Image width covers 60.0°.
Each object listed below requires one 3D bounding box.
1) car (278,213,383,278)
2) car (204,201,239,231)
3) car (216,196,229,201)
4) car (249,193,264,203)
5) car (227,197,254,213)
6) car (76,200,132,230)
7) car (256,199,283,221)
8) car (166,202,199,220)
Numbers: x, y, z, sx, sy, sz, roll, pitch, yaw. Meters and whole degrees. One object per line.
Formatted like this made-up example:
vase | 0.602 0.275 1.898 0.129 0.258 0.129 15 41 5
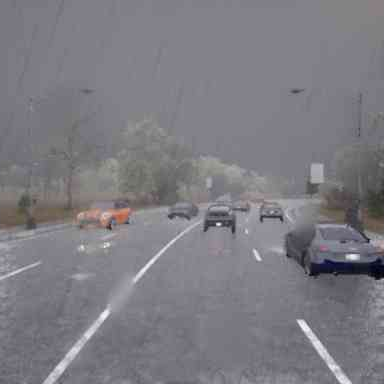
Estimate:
car | 4.142 1.583 10.252 1.994 1.385 4.181 0 0 4
car | 1.814 1.522 20.646 1.837 1.490 4.892 0 0 8
car | 5.679 1.544 59.977 1.837 1.490 4.892 0 0 23
car | 13.003 1.299 67.306 2.150 2.045 5.566 0 0 26
car | 5.637 1.604 38.422 1.994 1.385 4.181 0 0 16
car | -5.408 1.343 20.921 2.097 1.767 4.553 0 0 9
car | 6.541 1.586 27.533 2.033 1.411 5.357 0 0 12
car | -0.637 1.558 28.320 2.033 1.411 5.357 0 0 11
